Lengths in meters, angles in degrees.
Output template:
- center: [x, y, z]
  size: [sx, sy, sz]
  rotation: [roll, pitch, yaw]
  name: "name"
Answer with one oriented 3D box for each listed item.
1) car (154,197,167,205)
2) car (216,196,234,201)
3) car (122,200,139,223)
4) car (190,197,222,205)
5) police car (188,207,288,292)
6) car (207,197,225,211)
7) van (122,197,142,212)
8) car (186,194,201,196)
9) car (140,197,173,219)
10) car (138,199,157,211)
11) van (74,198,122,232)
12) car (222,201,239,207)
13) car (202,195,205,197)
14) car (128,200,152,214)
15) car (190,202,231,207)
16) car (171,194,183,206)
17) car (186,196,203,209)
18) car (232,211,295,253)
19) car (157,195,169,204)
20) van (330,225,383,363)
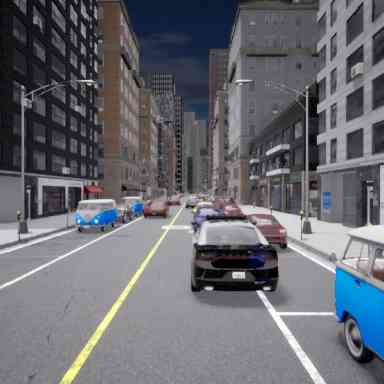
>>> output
- center: [-5.526, 1.592, 58.339]
  size: [1.802, 1.307, 4.206]
  rotation: [0, 0, 0]
  name: "car"
- center: [2.931, 1.316, 30.811]
  size: [2.192, 1.841, 5.009]
  rotation: [0, 0, 0]
  name: "car"
- center: [-5.608, 1.551, 25.331]
  size: [2.008, 1.369, 4.403]
  rotation: [0, 0, 0]
  name: "car"
- center: [0.961, 1.456, 25.178]
  size: [1.801, 1.575, 5.366]
  rotation: [0, 0, 0]
  name: "car"
- center: [0.922, 1.425, 9.097]
  size: [1.930, 1.638, 5.238]
  rotation: [0, 0, 0]
  name: "police car"
- center: [2.959, 1.444, 41.814]
  size: [1.967, 1.590, 4.097]
  rotation: [0, 0, 0]
  name: "car"
- center: [-5.594, 1.342, 30.832]
  size: [1.690, 1.788, 3.998]
  rotation: [0, 0, 0]
  name: "van"
- center: [0.147, 1.536, 59.331]
  size: [1.812, 1.442, 4.674]
  rotation: [0, 0, 0]
  name: "car"
- center: [-3.029, 1.478, 28.993]
  size: [1.882, 1.535, 5.008]
  rotation: [0, 0, 0]
  name: "car"
- center: [-5.566, 1.585, 41.835]
  size: [1.802, 1.307, 4.206]
  rotation: [0, 0, 0]
  name: "car"
- center: [-5.622, 1.341, 19.831]
  size: [1.690, 1.788, 3.998]
  rotation: [0, 0, 0]
  name: "van"
- center: [2.918, 1.582, 25.309]
  size: [1.802, 1.307, 4.206]
  rotation: [0, 0, 0]
  name: "car"
- center: [2.986, 1.558, 52.817]
  size: [2.008, 1.369, 4.403]
  rotation: [0, 0, 0]
  name: "car"
- center: [-5.580, 1.568, 36.334]
  size: [1.947, 1.339, 4.313]
  rotation: [0, 0, 0]
  name: "car"
- center: [0.946, 1.526, 18.987]
  size: [1.812, 1.442, 4.674]
  rotation: [0, 0, 0]
  name: "car"
- center: [-2.866, 1.485, 53.996]
  size: [1.882, 1.535, 5.008]
  rotation: [0, 0, 0]
  name: "car"
- center: [0.132, 1.569, 45.938]
  size: [1.994, 1.385, 4.181]
  rotation: [0, 0, 0]
  name: "car"
- center: [2.891, 1.582, 14.307]
  size: [1.802, 1.307, 4.206]
  rotation: [0, 0, 0]
  name: "car"
- center: [-5.512, 1.453, 63.841]
  size: [1.967, 1.590, 4.097]
  rotation: [0, 0, 0]
  name: "car"
- center: [2.863, 1.341, 3.304]
  size: [1.690, 1.788, 3.998]
  rotation: [0, 0, 0]
  name: "van"
